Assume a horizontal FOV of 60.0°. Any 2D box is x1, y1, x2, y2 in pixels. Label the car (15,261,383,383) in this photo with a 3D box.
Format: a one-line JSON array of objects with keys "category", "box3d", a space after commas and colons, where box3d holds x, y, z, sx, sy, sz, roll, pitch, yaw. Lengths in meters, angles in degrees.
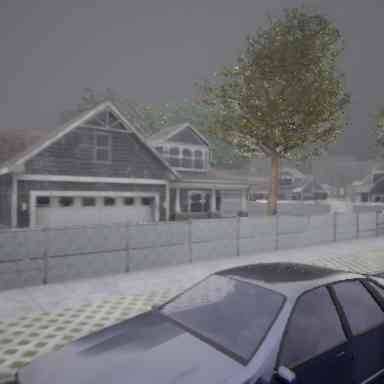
[{"category": "car", "box3d": [0.957, 1.605, 3.824, 5.357, 1.411, 2.033, 1, -1, -36]}]
